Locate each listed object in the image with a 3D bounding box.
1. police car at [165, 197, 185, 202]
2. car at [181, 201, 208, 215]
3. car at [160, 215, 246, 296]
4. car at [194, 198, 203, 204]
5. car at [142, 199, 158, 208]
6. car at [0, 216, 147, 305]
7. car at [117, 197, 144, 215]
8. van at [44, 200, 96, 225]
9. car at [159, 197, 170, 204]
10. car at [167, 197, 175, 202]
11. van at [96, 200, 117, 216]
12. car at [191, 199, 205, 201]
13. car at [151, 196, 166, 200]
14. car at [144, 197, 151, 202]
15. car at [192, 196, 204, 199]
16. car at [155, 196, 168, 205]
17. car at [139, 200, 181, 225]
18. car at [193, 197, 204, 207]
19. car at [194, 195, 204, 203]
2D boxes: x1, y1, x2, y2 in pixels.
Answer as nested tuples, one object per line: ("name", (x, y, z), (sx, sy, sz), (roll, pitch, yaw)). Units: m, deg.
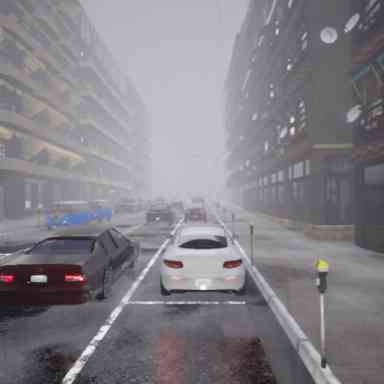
("police car", (-1.843, 1.615, 42.510), (1.930, 1.638, 5.238), (0, 0, 2))
("car", (0.303, 1.640, 26.176), (1.887, 1.381, 4.507), (1, 0, 2))
("car", (0.272, 1.552, 8.600), (1.812, 1.442, 4.674), (0, 0, 2))
("car", (1.453, 1.915, 70.410), (1.802, 1.307, 4.206), (1, 0, 2))
("car", (-6.833, 1.857, 54.092), (1.947, 1.339, 4.313), (1, 0, 2))
("car", (-2.658, 1.595, 8.416), (2.033, 1.411, 5.357), (0, 0, 1))
("car", (-7.272, 1.521, 37.506), (2.192, 1.841, 5.009), (1, 0, 2))
("van", (-7.716, 1.473, 20.919), (1.690, 1.788, 3.998), (1, 0, 2))
("car", (-6.241, 1.976, 76.204), (1.887, 1.381, 4.507), (1, 0, 2))
("car", (-5.797, 2.139, 92.791), (1.802, 1.307, 4.206), (1, 0, 2))
("van", (-7.569, 1.496, 26.450), (1.690, 1.788, 3.998), (1, 0, 2))
("car", (0.451, 1.664, 31.704), (1.887, 1.381, 4.507), (1, 0, 2))
("car", (-4.480, 1.584, 46.864), (2.097, 1.767, 4.553), (0, 0, 2))
("car", (-7.124, 1.548, 43.034), (2.192, 1.841, 5.009), (1, 0, 2))
("car", (0.609, 1.586, 37.234), (1.967, 1.590, 4.097), (1, 0, 2))
("car", (-6.385, 1.708, 70.676), (2.192, 1.841, 5.009), (1, 0, 2))
("car", (-2.221, 1.599, 24.740), (2.128, 1.511, 4.902), (0, 0, 2))
("car", (1.159, 1.704, 59.352), (1.967, 1.590, 4.097), (1, 0, 2))
("car", (1.753, 1.727, 81.470), (2.192, 1.841, 5.009), (1, 0, 2))
